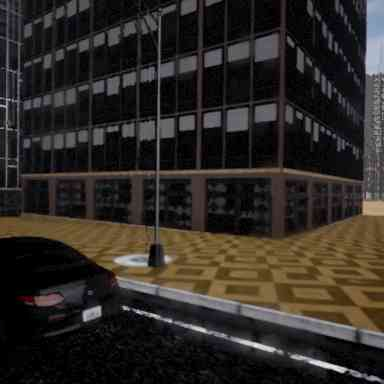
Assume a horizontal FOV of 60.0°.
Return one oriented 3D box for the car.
[{"bbox_3d":[-3.275,1.546,6.017,4.674,1.442,1.812,0,0,36],"label":"car"}]
